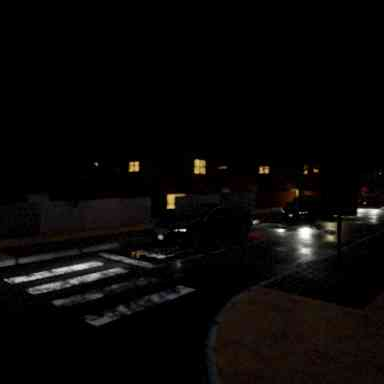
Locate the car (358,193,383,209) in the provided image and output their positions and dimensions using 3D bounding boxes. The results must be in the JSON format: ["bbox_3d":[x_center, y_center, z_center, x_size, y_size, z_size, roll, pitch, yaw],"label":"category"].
[{"bbox_3d":[16.618,0.746,30.835,1.994,1.385,4.181,1,2,43],"label":"car"}]

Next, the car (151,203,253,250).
[{"bbox_3d":[0.556,1.229,13.265,2.128,1.511,4.902,1,2,42],"label":"car"}]

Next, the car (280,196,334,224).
[{"bbox_3d":[7.206,1.013,20.547,1.837,1.490,4.892,1,2,43],"label":"car"}]
